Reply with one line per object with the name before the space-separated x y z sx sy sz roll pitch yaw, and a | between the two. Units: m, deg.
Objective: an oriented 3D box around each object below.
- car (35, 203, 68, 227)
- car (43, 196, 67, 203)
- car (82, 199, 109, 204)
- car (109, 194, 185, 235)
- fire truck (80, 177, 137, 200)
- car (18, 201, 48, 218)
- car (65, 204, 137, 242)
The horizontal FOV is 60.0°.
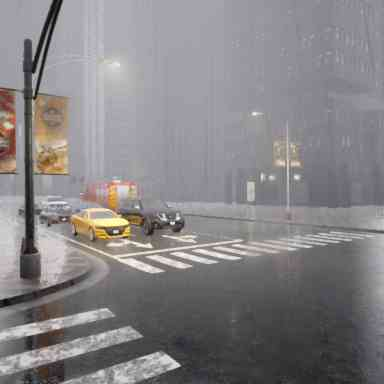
car | -10.205 1.781 25.208 1.994 1.385 4.181 -1 0 -35
car | -16.200 1.501 39.361 2.150 2.045 5.566 -1 0 -35
car | -8.426 1.675 28.311 1.882 1.535 5.008 -1 0 -35
car | -2.717 1.355 20.181 2.150 2.045 5.566 -1 0 -37
fire truck | -8.851 0.543 34.721 2.891 3.827 8.468 -1 0 -35
car | -16.610 1.888 34.284 1.895 1.301 4.718 -1 0 -34
car | -5.030 1.637 17.858 1.882 1.535 5.008 -1 0 -35
